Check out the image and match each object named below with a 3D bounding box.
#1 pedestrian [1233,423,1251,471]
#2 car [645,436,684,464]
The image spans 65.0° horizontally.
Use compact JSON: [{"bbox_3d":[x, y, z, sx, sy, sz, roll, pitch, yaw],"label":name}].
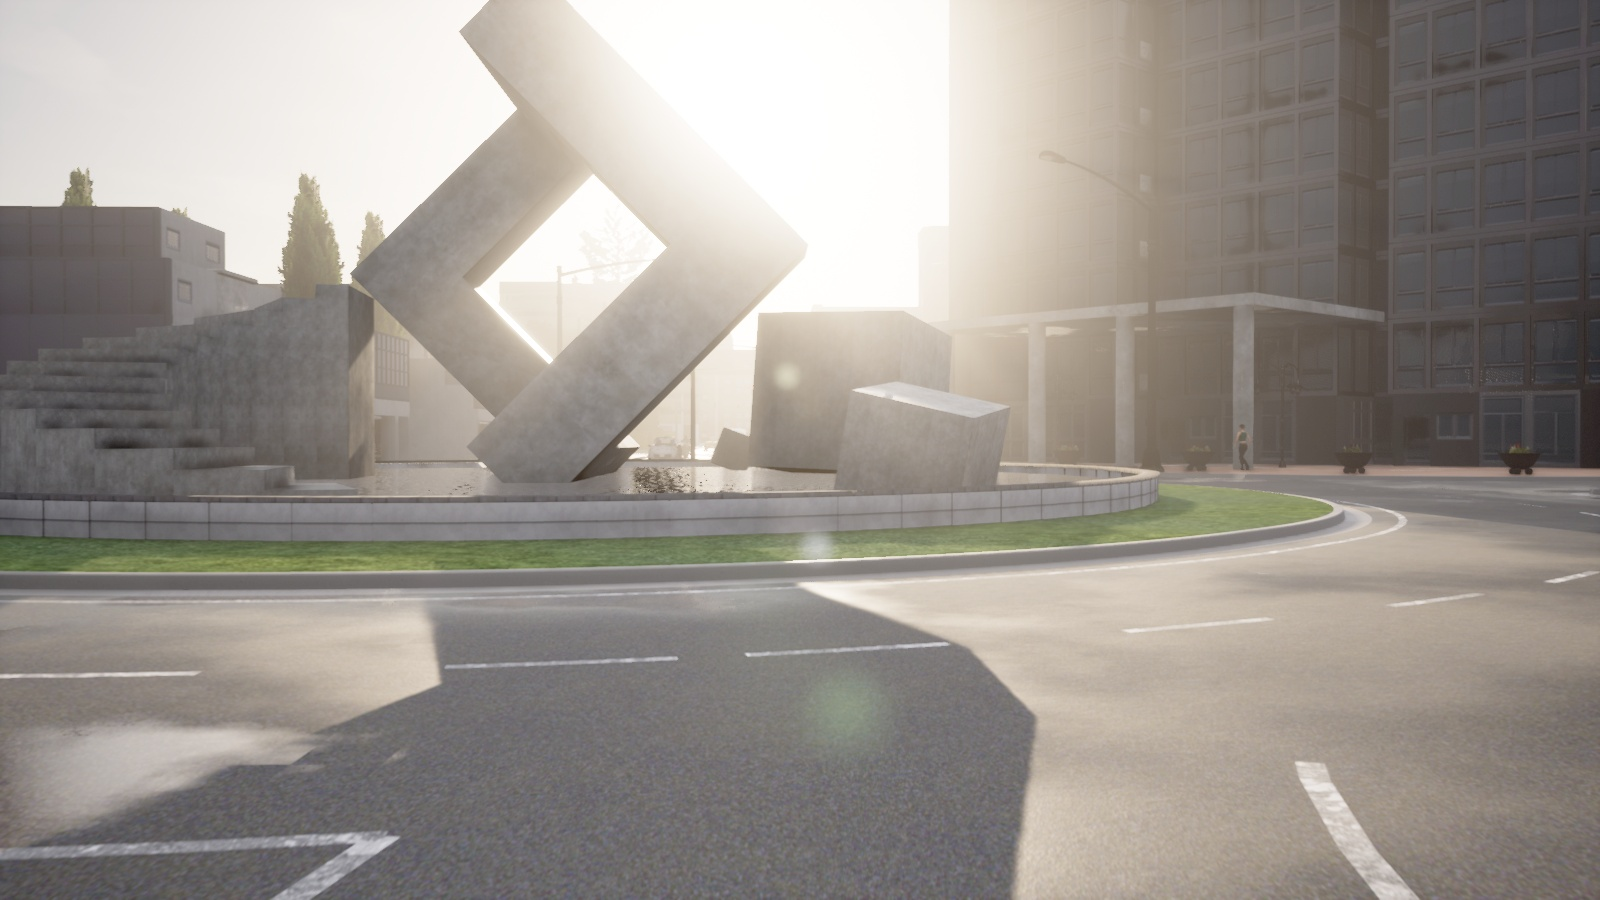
[{"bbox_3d":[17.032,-0.108,48.423,0.345,1.836,0.594,0,1,-21],"label":"pedestrian"},{"bbox_3d":[-7.577,-0.008,70.338,1.845,1.501,3.633,0,1,-1],"label":"car"}]
